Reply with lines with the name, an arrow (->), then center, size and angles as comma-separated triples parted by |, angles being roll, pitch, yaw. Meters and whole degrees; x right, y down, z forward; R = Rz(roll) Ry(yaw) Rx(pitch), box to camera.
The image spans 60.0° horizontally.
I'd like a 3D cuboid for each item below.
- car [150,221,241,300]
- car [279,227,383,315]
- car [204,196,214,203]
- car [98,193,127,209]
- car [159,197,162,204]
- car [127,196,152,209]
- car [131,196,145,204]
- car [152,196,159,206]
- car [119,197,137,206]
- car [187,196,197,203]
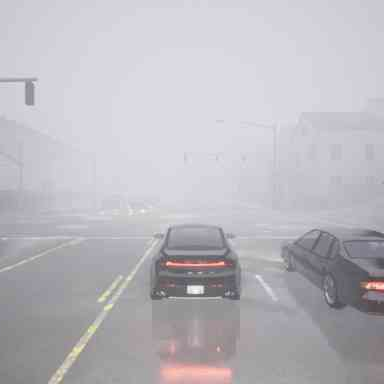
car -> 0.076, 1.505, 8.384 | 1.837, 1.490, 4.892 | 0, 0, 0
car -> 3.576, 1.547, 7.808 | 2.033, 1.411, 5.357 | 0, 0, 0
car -> 3.505, 1.545, 69.150 | 2.033, 1.411, 5.357 | 0, 0, 0
car -> -10.596, 1.221, 44.950 | 2.150, 2.045, 5.566 | 0, 0, 0
car -> -7.032, 1.547, 65.030 | 2.033, 1.411, 5.357 | 0, 0, 1
car -> -7.094, 1.477, 45.164 | 1.882, 1.535, 5.008 | 0, 0, 0
car -> -10.527, 1.505, 65.388 | 1.837, 1.490, 4.892 | 0, 0, 0
car -> -7.085, 1.505, 54.619 | 1.837, 1.490, 4.892 | 0, 0, 0
car -> -10.582, 1.547, 55.196 | 2.033, 1.411, 5.357 | 0, 0, 0
car -> 0.007, 1.547, 69.151 | 2.033, 1.411, 5.357 | 0, 0, 0
